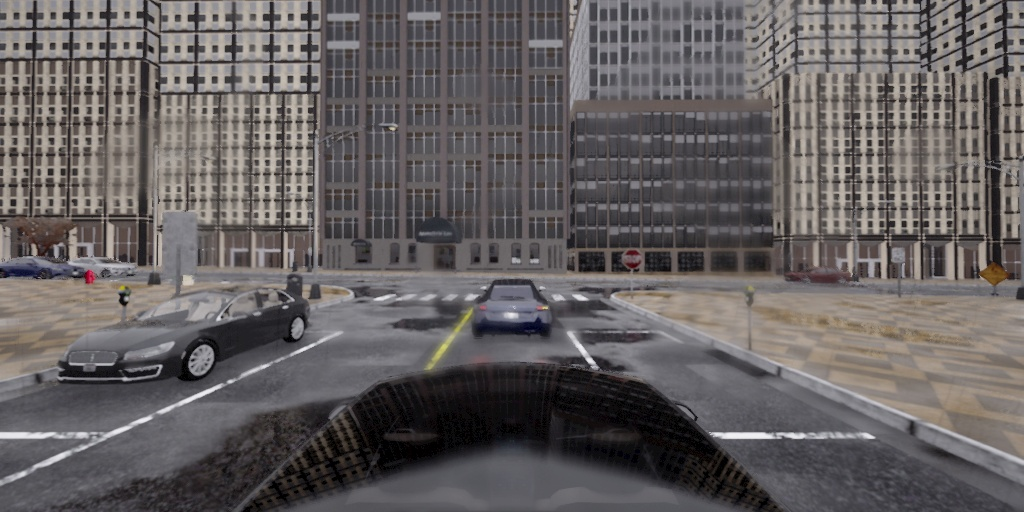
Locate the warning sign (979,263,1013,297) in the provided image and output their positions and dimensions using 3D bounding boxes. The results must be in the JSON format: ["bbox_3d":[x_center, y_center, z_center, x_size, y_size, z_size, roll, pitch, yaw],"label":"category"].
[{"bbox_3d":[26.611,1.298,19.758,1.060,1.860,1.300,0,0,1],"label":"warning sign"}]

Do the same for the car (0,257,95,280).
[{"bbox_3d":[-30.618,0.818,23.274,4.674,1.442,1.812,1,-1,1],"label":"car"}]

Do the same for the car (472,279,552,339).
[{"bbox_3d":[0.026,1.339,10.221,1.994,1.385,4.181,0,0,1],"label":"car"}]

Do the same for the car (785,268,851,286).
[{"bbox_3d":[27.605,1.840,32.450,5.008,1.535,1.882,1,-1,1],"label":"car"}]

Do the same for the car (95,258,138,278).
[{"bbox_3d":[-30.554,0.861,26.512,4.674,1.442,1.812,1,-1,1],"label":"car"}]

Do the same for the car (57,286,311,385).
[{"bbox_3d":[-5.814,1.316,7.117,2.007,1.370,4.403,0,0,0],"label":"car"}]
